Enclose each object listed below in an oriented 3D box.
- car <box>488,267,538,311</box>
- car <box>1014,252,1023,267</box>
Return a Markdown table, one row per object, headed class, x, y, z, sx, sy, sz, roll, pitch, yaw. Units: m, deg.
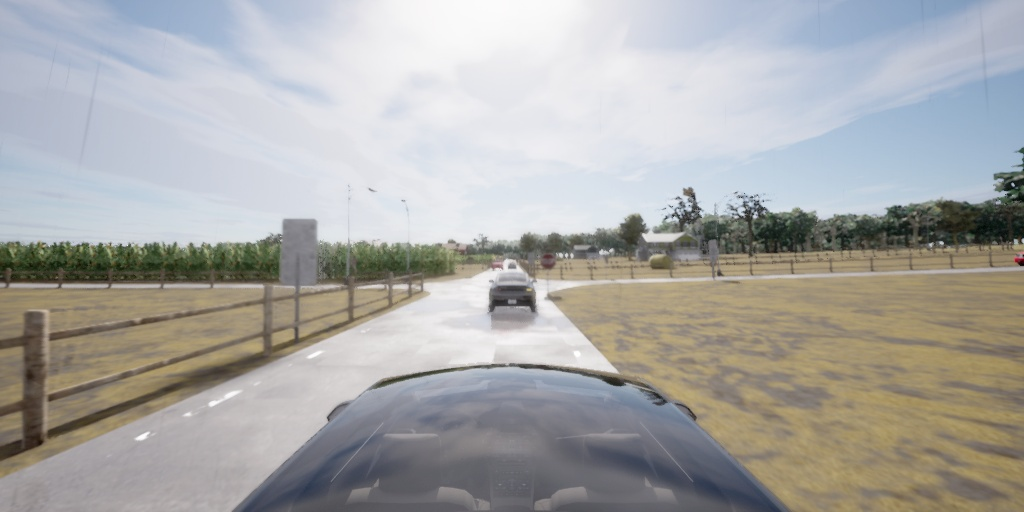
| class | x | y | z | sx | sy | sz | roll | pitch | yaw |
| --- | --- | --- | --- | --- | --- | --- | --- | --- | --- |
| car | 0.035 | 1.417 | 15.354 | 1.837 | 1.490 | 4.892 | 0 | 0 | 1 |
| car | 47.926 | -0.148 | 31.456 | 5.566 | 2.045 | 2.150 | -2 | -2 | 0 |
